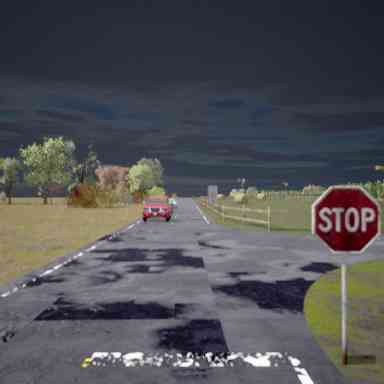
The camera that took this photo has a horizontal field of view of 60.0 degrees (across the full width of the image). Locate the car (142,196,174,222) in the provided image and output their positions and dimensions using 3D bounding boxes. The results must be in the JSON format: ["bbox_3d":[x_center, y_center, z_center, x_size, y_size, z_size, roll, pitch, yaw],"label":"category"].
[{"bbox_3d":[-2.951,1.386,28.577,2.150,2.045,5.566,0,-1,-2],"label":"car"}]

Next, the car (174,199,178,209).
[{"bbox_3d":[-3.119,1.722,39.498,2.128,1.511,4.902,0,0,-1],"label":"car"}]

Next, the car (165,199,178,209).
[{"bbox_3d":[-3.265,1.846,52.764,1.812,1.442,4.674,0,-1,-1],"label":"car"}]
